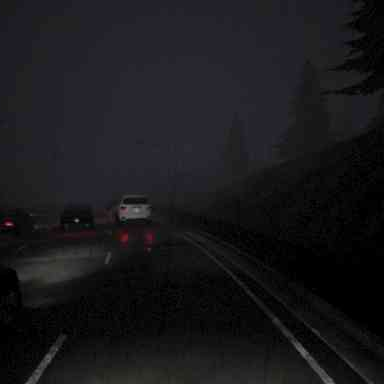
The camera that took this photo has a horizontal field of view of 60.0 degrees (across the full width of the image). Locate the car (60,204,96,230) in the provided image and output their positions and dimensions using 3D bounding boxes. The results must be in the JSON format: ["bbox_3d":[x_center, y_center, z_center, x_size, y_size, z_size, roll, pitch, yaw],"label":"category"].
[{"bbox_3d":[-7.271,1.483,21.381,1.882,1.535,5.008,0,0,-16],"label":"car"}]

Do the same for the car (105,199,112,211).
[{"bbox_3d":[-9.376,1.518,40.174,1.812,1.442,4.674,0,0,-18],"label":"car"}]

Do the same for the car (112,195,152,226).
[{"bbox_3d":[-4.262,1.211,23.593,2.150,2.045,5.566,0,0,-16],"label":"car"}]

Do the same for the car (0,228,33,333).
[{"bbox_3d":[-3.778,1.502,3.853,2.128,1.511,4.902,0,0,-4],"label":"car"}]

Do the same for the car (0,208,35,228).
[{"bbox_3d":[-9.908,1.567,18.003,2.033,1.411,5.357,0,0,-16],"label":"car"}]
